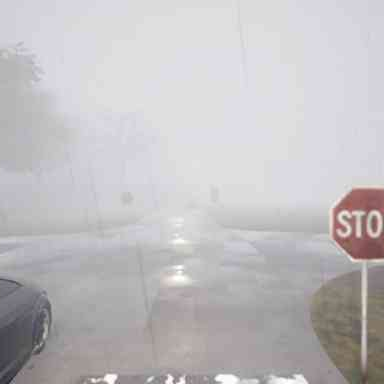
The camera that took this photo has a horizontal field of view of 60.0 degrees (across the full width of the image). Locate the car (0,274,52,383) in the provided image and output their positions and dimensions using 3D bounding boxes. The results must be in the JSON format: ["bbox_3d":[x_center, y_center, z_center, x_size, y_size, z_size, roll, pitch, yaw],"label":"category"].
[{"bbox_3d":[-2.957,1.587,3.272,1.994,1.385,4.181,0,0,-4],"label":"car"}]

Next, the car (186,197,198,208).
[{"bbox_3d":[0.051,2.062,58.879,2.033,1.411,5.357,0,-1,0],"label":"car"}]
